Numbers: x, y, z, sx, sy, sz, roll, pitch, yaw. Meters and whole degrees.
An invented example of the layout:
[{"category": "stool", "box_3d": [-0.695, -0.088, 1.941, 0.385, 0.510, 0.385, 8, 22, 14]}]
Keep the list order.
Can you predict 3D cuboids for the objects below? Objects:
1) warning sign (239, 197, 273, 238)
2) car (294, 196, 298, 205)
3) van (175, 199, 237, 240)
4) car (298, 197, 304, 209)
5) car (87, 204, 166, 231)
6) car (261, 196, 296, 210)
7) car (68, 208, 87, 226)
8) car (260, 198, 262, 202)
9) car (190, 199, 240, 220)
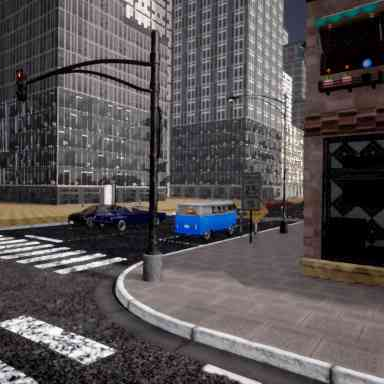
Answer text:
[{"category": "warning sign", "box_3d": [3.109, 1.177, 16.137, 1.300, 1.860, 1.060, 1, 1, 35]}, {"category": "car", "box_3d": [16.381, 1.364, 53.299, 1.752, 1.417, 4.829, 1, 1, 35]}, {"category": "van", "box_3d": [0.829, 1.368, 17.033, 1.690, 1.788, 3.998, 1, 1, 35]}, {"category": "car", "box_3d": [15.553, 1.415, 42.260, 1.882, 1.535, 5.008, 1, 1, 36]}, {"category": "car", "box_3d": [-3.787, 1.540, 20.541, 1.895, 1.301, 4.718, 1, 1, 35]}, {"category": "car", "box_3d": [10.673, 1.497, 40.789, 1.895, 1.301, 4.718, 1, 1, 36]}, {"category": "car", "box_3d": [-5.998, 1.467, 21.900, 1.947, 1.339, 4.313, 1, 1, 35]}, {"category": "car", "box_3d": [10.057, 1.293, 44.425, 1.967, 1.590, 4.097, 1, 1, 35]}, {"category": "car", "box_3d": [2.092, 1.411, 28.786, 2.128, 1.511, 4.902, 1, 1, 35]}]
